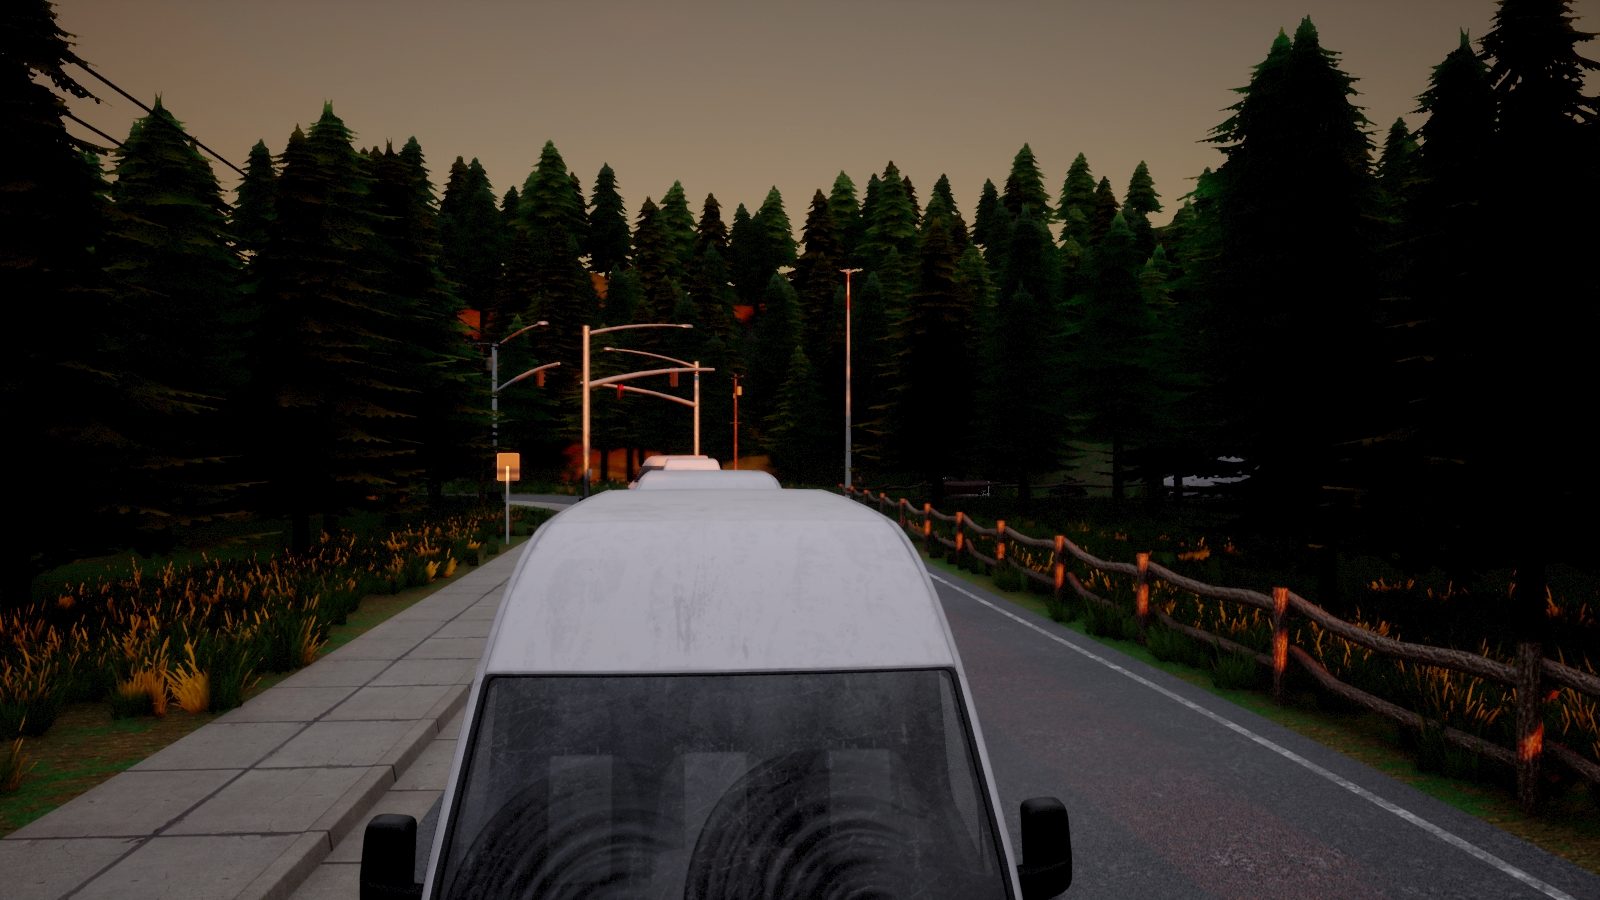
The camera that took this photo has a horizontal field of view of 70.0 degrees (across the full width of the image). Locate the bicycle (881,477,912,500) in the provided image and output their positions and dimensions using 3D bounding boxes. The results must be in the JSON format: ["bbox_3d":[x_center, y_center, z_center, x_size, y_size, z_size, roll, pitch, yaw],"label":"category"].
[{"bbox_3d":[5.420,2.158,64.226,1.487,1.276,0.859,0,0,-16],"label":"bicycle"}]

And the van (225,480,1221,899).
[{"bbox_3d":[-0.361,1.499,5.231,1.988,2.561,5.915,0,0,-5],"label":"van"}]

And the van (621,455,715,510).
[{"bbox_3d":[-6.385,1.515,56.029,1.988,2.561,5.915,0,0,22],"label":"van"}]
